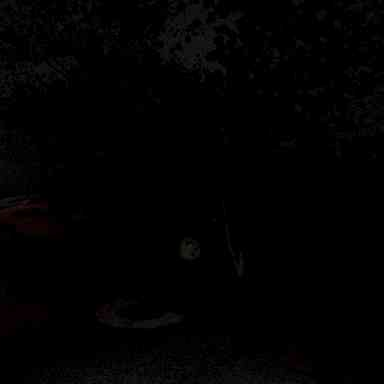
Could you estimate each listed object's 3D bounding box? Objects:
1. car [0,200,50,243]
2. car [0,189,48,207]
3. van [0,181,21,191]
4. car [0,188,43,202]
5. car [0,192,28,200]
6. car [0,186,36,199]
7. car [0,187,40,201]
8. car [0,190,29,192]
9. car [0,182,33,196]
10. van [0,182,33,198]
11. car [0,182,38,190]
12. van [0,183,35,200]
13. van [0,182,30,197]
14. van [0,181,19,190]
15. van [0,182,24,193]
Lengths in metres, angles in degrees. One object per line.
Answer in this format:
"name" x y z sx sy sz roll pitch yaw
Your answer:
"car" -6.852 1.322 15.201 5.008 1.535 2.097 1 2 -30
"car" -16.498 0.567 31.862 4.792 1.488 2.163 1 2 -30
"van" -39.959 -1.261 72.790 4.442 1.987 1.878 1 1 -30
"car" -19.278 0.345 36.793 4.792 1.488 2.163 1 2 -30
"car" -8.201 1.085 17.614 4.553 1.767 2.185 1 2 -30
"car" -23.385 0.032 43.858 5.008 1.535 2.097 1 1 -30
"car" -20.597 0.249 39.077 4.792 1.488 2.163 1 1 -30
"car" -12.482 0.870 24.593 5.366 1.575 1.946 1 2 -30
"car" -27.559 -0.485 51.028 5.566 2.045 2.435 1 1 -30
"van" -24.666 -0.280 46.306 4.442 1.987 1.878 1 1 -30
"car" -15.055 0.400 29.487 5.566 2.045 2.435 1 2 -30
"van" -22.084 -0.103 41.385 4.442 1.987 1.878 1 1 -30
"van" -26.253 -0.373 48.587 4.442 1.987 1.878 1 1 -30
"van" -42.934 -1.442 77.475 4.442 1.987 1.878 1 1 -30
"van" -34.421 -0.906 63.199 4.442 1.987 1.878 1 1 -30
